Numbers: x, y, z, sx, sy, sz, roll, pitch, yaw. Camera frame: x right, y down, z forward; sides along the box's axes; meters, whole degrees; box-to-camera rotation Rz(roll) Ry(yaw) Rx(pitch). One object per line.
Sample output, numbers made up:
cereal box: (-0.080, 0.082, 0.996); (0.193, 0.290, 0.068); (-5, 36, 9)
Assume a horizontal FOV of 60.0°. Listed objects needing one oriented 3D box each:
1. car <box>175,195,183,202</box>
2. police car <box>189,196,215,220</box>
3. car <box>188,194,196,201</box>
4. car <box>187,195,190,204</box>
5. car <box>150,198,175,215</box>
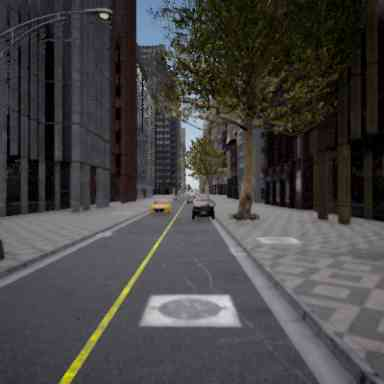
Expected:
car: (-2.982, 1.433, 75.031); (2.128, 1.511, 4.902); (0, 0, 0)
police car: (0.907, 1.426, 28.498); (1.930, 1.638, 5.238); (0, 0, 0)
car: (0.018, 1.343, 78.941); (1.882, 1.535, 5.008); (0, 0, 0)
car: (0.015, 1.565, 63.941); (1.994, 1.385, 4.181); (0, 0, 0)
car: (-3.086, 1.478, 33.698); (1.882, 1.535, 5.008); (0, 0, 0)
